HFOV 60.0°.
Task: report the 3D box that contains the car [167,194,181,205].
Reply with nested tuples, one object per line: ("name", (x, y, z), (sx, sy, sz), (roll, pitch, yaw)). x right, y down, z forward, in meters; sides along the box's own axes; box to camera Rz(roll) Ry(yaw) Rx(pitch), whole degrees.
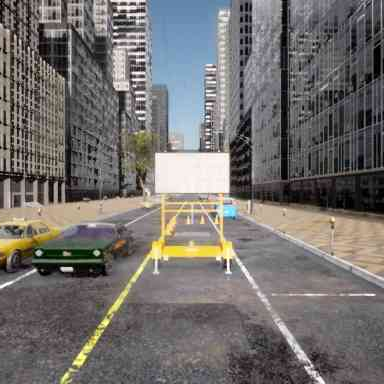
("car", (-2.943, 1.557, 60.687), (2.033, 1.411, 5.357), (0, 0, 0))

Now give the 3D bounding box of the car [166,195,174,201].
("car", (-5.613, 1.541, 84.360), (1.752, 1.417, 4.829), (0, 0, 0))

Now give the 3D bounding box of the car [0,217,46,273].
("car", (-5.683, 1.526, 10.677), (1.752, 1.417, 4.829), (0, 0, 0))

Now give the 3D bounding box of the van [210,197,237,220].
("van", (2.713, 1.343, 27.841), (1.690, 1.788, 3.998), (0, 0, 0))

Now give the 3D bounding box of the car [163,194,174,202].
("car", (-5.618, 1.329, 78.862), (2.192, 1.841, 5.009), (0, 0, 0))

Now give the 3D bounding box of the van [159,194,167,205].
("van", (-5.640, 1.350, 56.191), (1.690, 1.788, 3.998), (0, 0, 0))

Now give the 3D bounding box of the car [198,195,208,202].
("car", (2.757, 1.564, 73.185), (2.008, 1.369, 4.403), (0, 0, 0))

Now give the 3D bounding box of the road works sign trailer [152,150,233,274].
("road works sign trailer", (0.009, 0.465, 10.577), (2.380, 3.560, 2.880), (0, 0, 0))

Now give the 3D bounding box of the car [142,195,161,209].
("car", (-5.650, 1.531, 44.684), (1.752, 1.417, 4.829), (0, 0, 0))

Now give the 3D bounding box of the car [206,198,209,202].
("car", (2.719, 1.529, 33.679), (1.752, 1.417, 4.829), (0, 0, 0))

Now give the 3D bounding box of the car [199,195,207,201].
("car", (2.768, 1.561, 84.521), (1.887, 1.381, 4.507), (0, 0, 0))

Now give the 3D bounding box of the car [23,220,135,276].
("car", (-3.093, 1.601, 10.436), (1.895, 1.301, 4.718), (0, 0, 0))
